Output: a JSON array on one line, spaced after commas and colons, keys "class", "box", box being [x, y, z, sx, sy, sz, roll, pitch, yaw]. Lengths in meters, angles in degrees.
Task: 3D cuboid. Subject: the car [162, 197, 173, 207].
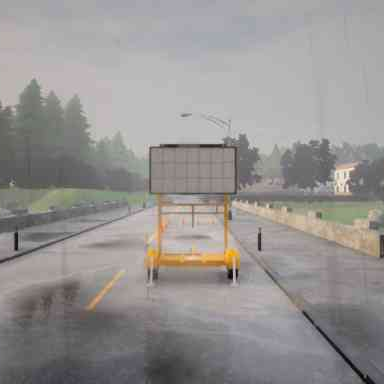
[{"class": "car", "box": [-3.953, 1.547, 52.106, 2.033, 1.411, 5.357, 0, 0, 0]}]

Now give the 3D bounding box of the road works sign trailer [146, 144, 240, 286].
[{"class": "road works sign trailer", "box": [0.026, 0.464, 9.353, 2.380, 3.560, 2.880, 0, 0, 0]}]
